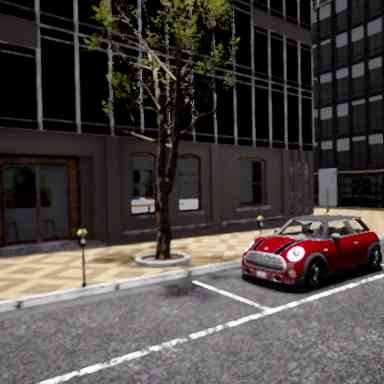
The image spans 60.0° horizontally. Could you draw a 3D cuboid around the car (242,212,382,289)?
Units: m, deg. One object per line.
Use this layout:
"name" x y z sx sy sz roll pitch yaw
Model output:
"car" 3.234 1.371 8.883 4.097 1.590 1.967 -1 0 -35
